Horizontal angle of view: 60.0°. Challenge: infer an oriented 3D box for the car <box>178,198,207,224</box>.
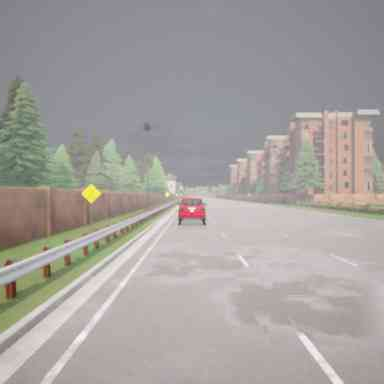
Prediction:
[{"bbox_3d":[0.004,1.476,27.173,2.150,2.045,5.566,0,-1,0],"label":"car"}]
